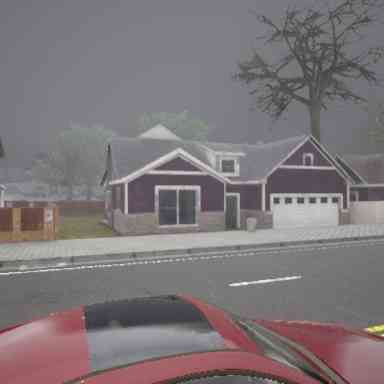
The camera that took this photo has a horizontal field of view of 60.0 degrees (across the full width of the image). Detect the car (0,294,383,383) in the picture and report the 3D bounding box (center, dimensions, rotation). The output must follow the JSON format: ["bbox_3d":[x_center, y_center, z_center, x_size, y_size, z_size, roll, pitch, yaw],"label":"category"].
[{"bbox_3d":[-0.060,1.525,2.266,4.674,1.442,1.812,0,0,-21],"label":"car"}]
